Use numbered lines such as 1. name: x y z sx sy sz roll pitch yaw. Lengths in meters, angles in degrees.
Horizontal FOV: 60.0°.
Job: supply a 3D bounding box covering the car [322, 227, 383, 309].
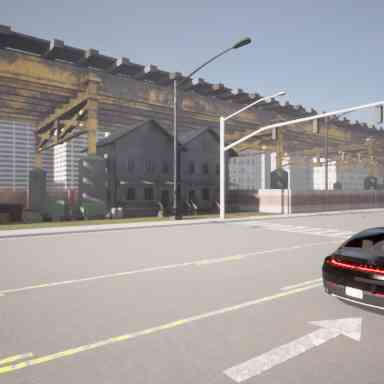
1. car: 4.801 1.505 7.184 4.892 1.490 1.837 0 0 -35
